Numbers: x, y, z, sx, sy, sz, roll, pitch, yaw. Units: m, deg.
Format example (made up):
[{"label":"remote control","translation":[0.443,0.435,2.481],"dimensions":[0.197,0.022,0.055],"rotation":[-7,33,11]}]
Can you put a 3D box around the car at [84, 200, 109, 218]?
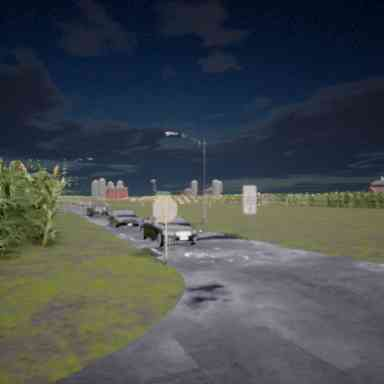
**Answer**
[{"label":"car","translation":[-11.802,2.067,41.645],"dimensions":[2.150,2.045,5.566],"rotation":[0,-1,-23]}]

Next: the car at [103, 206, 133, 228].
[{"label":"car","translation":[-5.661,2.106,27.270],"dimensions":[2.033,1.411,5.357],"rotation":[0,-1,-23]}]

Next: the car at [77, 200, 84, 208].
[{"label":"car","translation":[-27.303,3.190,84.880],"dimensions":[2.128,1.511,4.902],"rotation":[0,-1,-23]}]

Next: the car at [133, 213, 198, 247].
[{"label":"car","translation":[-1.301,1.847,17.113],"dimensions":[2.128,1.511,4.902],"rotation":[0,-1,-23]}]
